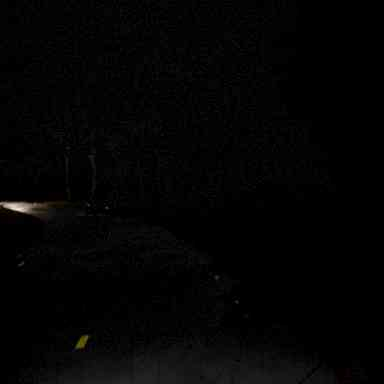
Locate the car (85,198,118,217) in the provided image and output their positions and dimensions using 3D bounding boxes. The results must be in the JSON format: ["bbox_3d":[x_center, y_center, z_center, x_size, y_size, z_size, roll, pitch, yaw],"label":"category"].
[{"bbox_3d":[-7.729,1.230,28.206,1.994,1.385,4.181,0,0,-29],"label":"car"}]

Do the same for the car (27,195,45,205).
[{"bbox_3d":[-24.531,1.123,52.303,2.033,1.411,5.357,0,0,-35],"label":"car"}]
